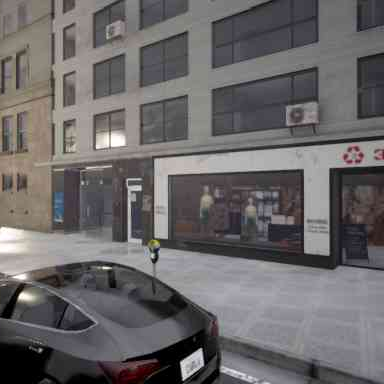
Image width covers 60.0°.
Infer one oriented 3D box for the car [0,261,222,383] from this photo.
[{"bbox_3d":[-1.684,1.566,4.176,4.313,1.339,1.947,0,0,36],"label":"car"}]
